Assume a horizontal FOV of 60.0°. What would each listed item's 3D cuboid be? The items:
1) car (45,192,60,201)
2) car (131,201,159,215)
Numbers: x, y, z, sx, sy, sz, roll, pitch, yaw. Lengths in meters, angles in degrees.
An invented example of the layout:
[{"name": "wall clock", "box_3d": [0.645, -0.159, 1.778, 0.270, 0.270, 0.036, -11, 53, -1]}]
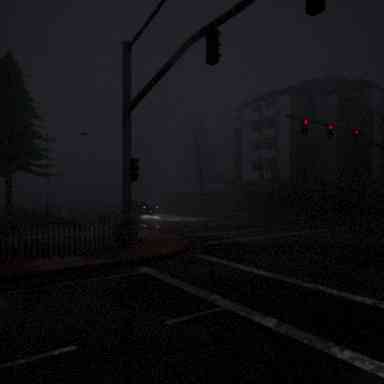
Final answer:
[{"name": "car", "box_3d": [-36.416, 1.128, 86.753, 2.150, 2.045, 5.566, 0, 0, -41]}, {"name": "car", "box_3d": [-5.201, 1.585, 34.143, 1.895, 1.301, 4.718, 0, 0, -34]}]
